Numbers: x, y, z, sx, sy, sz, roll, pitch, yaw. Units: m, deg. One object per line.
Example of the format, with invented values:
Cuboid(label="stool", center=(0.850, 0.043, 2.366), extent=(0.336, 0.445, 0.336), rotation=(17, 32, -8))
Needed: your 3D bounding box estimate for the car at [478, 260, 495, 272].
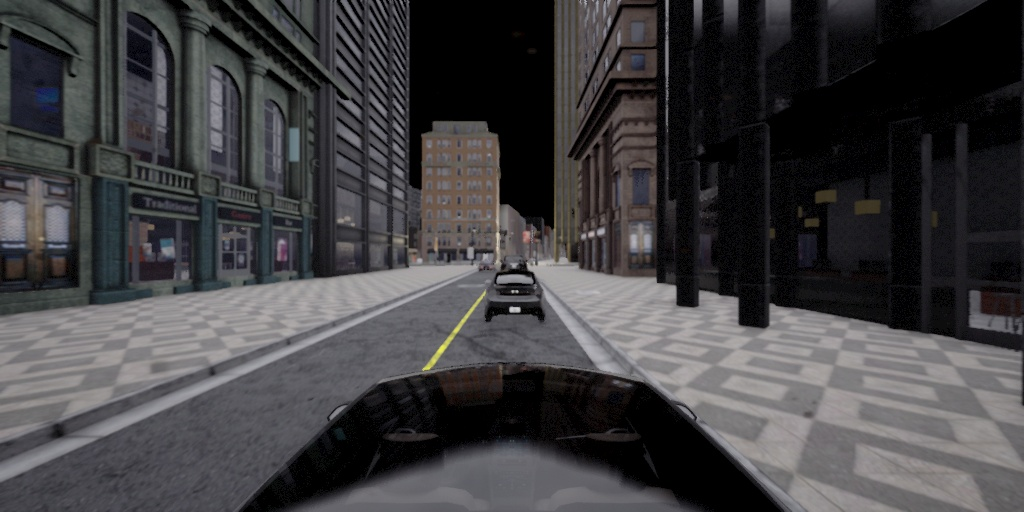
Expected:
Cuboid(label="car", center=(-2.959, 1.209, 43.343), extent=(1.994, 1.385, 4.181), rotation=(0, 0, 0))

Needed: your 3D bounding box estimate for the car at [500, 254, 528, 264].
Cuboid(label="car", center=(0.175, 0.891, 30.310), extent=(2.150, 2.045, 5.566), rotation=(0, 0, 0))

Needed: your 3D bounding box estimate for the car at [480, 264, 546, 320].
Cuboid(label="car", center=(0.102, 1.223, 12.378), extent=(1.837, 1.490, 4.892), rotation=(0, 1, 1))
